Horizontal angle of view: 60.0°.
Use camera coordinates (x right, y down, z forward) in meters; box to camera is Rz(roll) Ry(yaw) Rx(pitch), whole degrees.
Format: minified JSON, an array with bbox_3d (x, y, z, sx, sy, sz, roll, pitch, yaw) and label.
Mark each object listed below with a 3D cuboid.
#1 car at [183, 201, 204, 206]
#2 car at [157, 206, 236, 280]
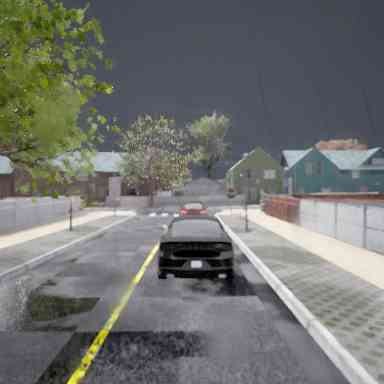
[{"bbox_3d":[0.124,1.350,22.322,1.812,1.442,4.674,0,0,1],"label":"car"},{"bbox_3d":[0.101,1.399,9.749,1.882,1.535,5.008,0,1,0],"label":"car"}]
